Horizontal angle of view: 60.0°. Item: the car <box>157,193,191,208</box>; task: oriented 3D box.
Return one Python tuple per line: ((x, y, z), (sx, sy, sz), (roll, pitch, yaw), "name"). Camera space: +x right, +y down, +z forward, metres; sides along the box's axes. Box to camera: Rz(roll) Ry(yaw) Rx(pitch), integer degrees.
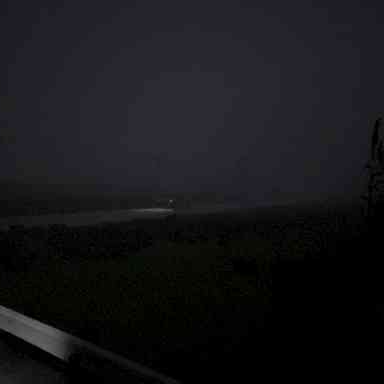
((-2.011, 0.966, 38.250), (2.097, 1.767, 4.553), (3, 1, 33), "car")
